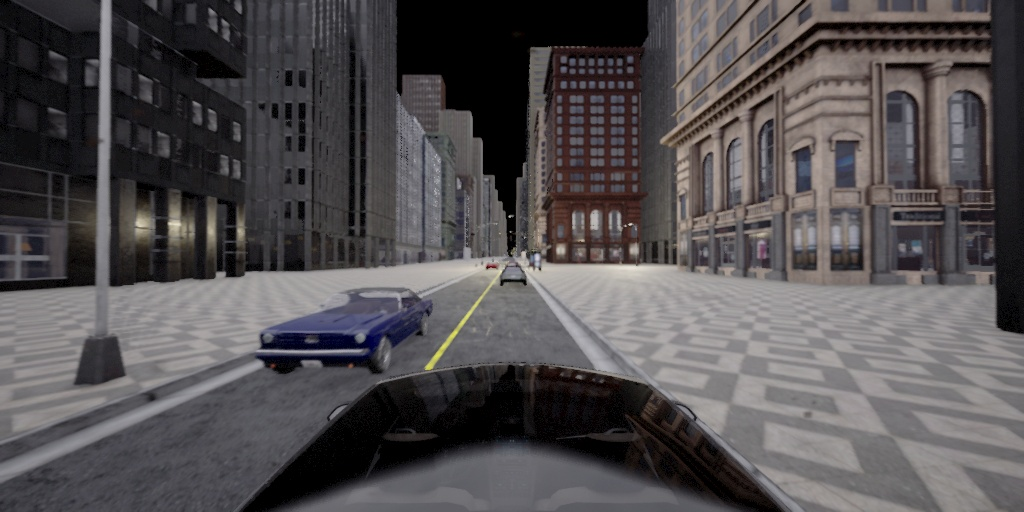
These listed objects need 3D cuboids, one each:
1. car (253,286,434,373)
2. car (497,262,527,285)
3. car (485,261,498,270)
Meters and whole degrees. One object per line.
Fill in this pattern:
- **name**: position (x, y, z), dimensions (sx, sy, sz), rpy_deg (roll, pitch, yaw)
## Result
- **car**: position (-3.101, 1.369, 7.753), dimensions (1.895, 1.301, 4.718), rpy_deg (0, 0, 0)
- **car**: position (0.096, 1.385, 26.863), dimensions (1.994, 1.385, 4.181), rpy_deg (0, 0, 0)
- **car**: position (-3.018, 1.460, 54.938), dimensions (1.895, 1.301, 4.718), rpy_deg (0, 0, 0)
